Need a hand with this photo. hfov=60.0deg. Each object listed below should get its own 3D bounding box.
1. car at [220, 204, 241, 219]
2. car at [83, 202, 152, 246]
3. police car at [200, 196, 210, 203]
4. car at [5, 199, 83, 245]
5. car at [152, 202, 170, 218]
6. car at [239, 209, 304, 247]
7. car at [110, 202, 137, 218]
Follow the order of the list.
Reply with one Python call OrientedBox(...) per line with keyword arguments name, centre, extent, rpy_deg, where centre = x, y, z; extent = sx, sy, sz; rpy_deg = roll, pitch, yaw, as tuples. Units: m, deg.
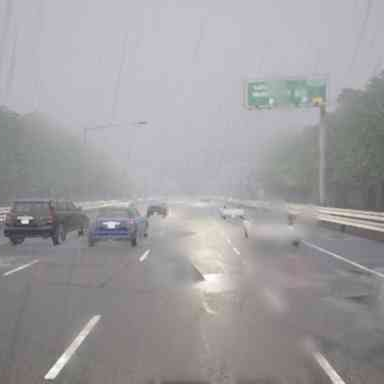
OrientedBox(name="car", centre=(3.643, 1.818, 31.336), extent=(1.895, 1.301, 4.718), rpy_deg=(0, 0, 0))
OrientedBox(name="car", centre=(-3.381, 1.465, 16.077), extent=(2.097, 1.767, 4.553), rpy_deg=(0, 0, 0))
OrientedBox(name="police car", centre=(3.637, 2.032, 85.217), extent=(1.930, 1.638, 5.238), rpy_deg=(0, 0, 0))
OrientedBox(name="car", centre=(-6.879, 1.337, 16.389), extent=(2.150, 2.045, 5.566), rpy_deg=(0, 0, 0))
OrientedBox(name="car", centre=(-3.354, 1.734, 33.059), extent=(1.837, 1.490, 4.892), rpy_deg=(0, 0, 0))
OrientedBox(name="car", centre=(3.620, 1.711, 15.683), extent=(1.895, 1.301, 4.718), rpy_deg=(0, 0, 0))
OrientedBox(name="car", centre=(-6.853, 1.761, 33.862), extent=(1.812, 1.442, 4.674), rpy_deg=(0, 0, 0))
